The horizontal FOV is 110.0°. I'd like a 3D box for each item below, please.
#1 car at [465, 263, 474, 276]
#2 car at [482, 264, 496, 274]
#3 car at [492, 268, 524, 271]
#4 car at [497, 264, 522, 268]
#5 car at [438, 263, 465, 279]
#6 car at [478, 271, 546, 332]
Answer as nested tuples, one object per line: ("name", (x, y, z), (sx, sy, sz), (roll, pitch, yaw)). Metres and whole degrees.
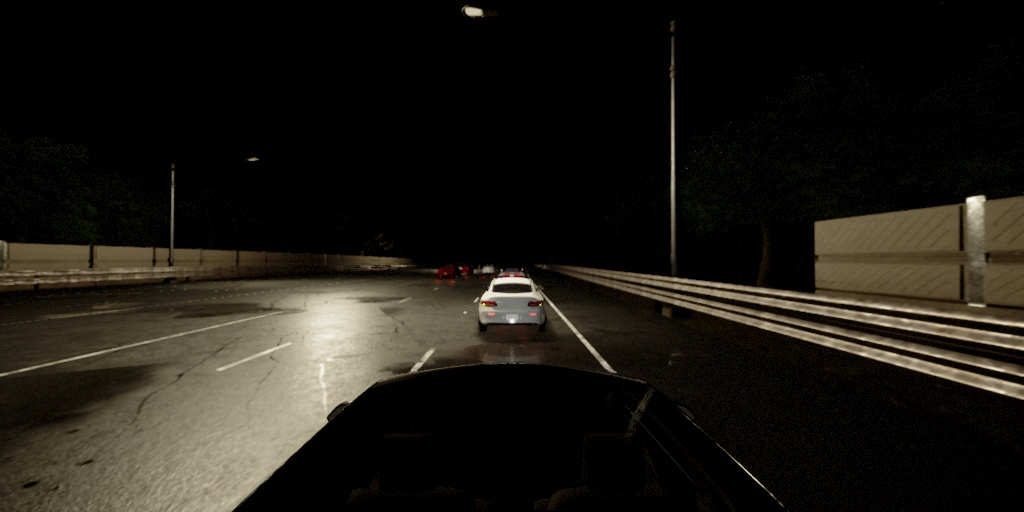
("car", (-6.461, 1.692, 48.315), (2.097, 1.767, 4.553), (0, -1, 2))
("car", (-2.952, 1.849, 48.530), (1.812, 1.442, 4.674), (0, -1, 2))
("car", (0.002, 1.542, 20.168), (1.895, 1.301, 4.718), (0, -1, 0))
("car", (0.016, 1.616, 30.174), (1.994, 1.385, 4.181), (0, -1, 1))
("car", (-6.738, 1.683, 39.106), (1.882, 1.535, 5.008), (0, -1, 2))
("car", (0.009, 1.368, 11.158), (1.812, 1.442, 4.674), (0, -1, 0))
